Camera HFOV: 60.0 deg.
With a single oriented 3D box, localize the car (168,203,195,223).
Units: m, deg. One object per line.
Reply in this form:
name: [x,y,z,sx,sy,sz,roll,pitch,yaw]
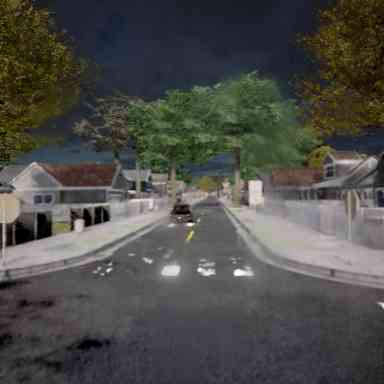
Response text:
car: [-0.832,1.757,28.214,1.837,1.490,4.892,-1,0,4]
